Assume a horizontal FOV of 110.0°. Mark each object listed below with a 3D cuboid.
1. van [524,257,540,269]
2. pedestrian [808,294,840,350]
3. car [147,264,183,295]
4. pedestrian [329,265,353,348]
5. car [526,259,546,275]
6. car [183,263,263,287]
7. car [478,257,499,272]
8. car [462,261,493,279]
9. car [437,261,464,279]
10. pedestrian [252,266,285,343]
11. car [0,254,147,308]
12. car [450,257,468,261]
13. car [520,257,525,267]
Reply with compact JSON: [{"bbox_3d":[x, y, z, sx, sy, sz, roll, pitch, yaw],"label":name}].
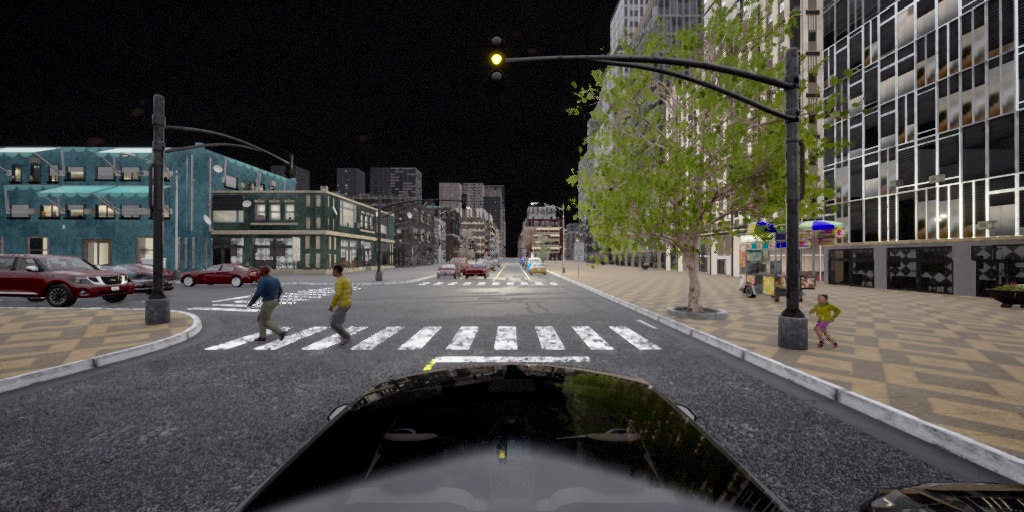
[{"bbox_3d":[2.722,1.096,43.651,1.690,1.789,3.998,0,0,0],"label":"van"},{"bbox_3d":[6.161,1.272,7.037,0.500,1.100,0.500,0,0,0],"label":"pedestrian"},{"bbox_3d":[-18.228,1.083,15.751,5.357,1.411,2.033,1,0,-1],"label":"car"},{"bbox_3d":[-3.696,1.044,7.760,0.375,1.860,0.375,0,0,0],"label":"pedestrian"},{"bbox_3d":[2.718,1.279,38.270,1.751,1.417,4.829,0,0,0],"label":"car"},{"bbox_3d":[-17.262,1.122,21.552,4.507,1.381,1.888,0,0,-1],"label":"car"},{"bbox_3d":[-3.061,1.261,46.104,1.837,1.490,4.892,0,0,0],"label":"car"},{"bbox_3d":[-3.075,1.354,32.417,1.895,1.301,4.718,0,0,0],"label":"car"},{"bbox_3d":[-5.666,1.335,32.553,1.802,1.307,4.207,0,0,0],"label":"car"},{"bbox_3d":[-5.601,1.044,8.246,0.375,1.860,0.375,0,0,0],"label":"pedestrian"},{"bbox_3d":[-17.150,0.850,13.173,5.009,1.841,2.192,0,0,-1],"label":"car"},{"bbox_3d":[-5.662,1.069,38.104,2.192,1.841,5.009,0,0,0],"label":"car"},{"bbox_3d":[2.730,1.307,54.753,2.007,1.370,4.403,0,0,0],"label":"car"}]
